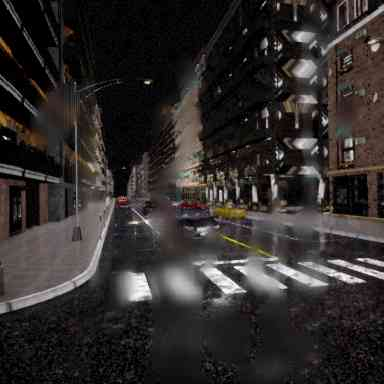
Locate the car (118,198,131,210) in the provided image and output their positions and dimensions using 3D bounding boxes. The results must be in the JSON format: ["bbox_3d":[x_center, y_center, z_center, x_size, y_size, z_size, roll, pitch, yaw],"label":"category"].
[{"bbox_3d":[-9.898,1.929,49.007,1.802,1.307,4.206,-1,0,-13],"label":"car"}]

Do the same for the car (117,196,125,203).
[{"bbox_3d":[-19.880,2.028,93.191,2.192,1.841,5.009,-1,0,-13],"label":"car"}]

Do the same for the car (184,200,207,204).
[{"bbox_3d":[0.774,1.703,39.789,1.887,1.381,4.507,-1,0,-13],"label":"car"}]

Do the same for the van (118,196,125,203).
[{"bbox_3d":[-18.632,2.001,87.671,1.690,1.788,3.998,-1,0,-13],"label":"van"}]

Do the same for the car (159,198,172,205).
[{"bbox_3d":[-5.461,1.929,67.404,2.008,1.369,4.403,-1,0,-13],"label":"car"}]

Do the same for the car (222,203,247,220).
[{"bbox_3d":[3.231,1.604,28.911,1.752,1.417,4.829,-1,0,-13],"label":"car"}]

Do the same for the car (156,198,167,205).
[{"bbox_3d":[-6.708,1.973,72.927,2.008,1.369,4.403,-1,0,-13],"label":"car"}]

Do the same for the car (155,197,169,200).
[{"bbox_3d":[-3.972,1.793,49.044,1.812,1.442,4.674,-1,0,-13],"label":"car"}]

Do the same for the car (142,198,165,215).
[{"bbox_3d":[-4.452,1.719,36.699,1.837,1.490,4.892,-1,0,-13],"label":"car"}]

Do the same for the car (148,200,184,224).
[{"bbox_3d":[-2.178,1.667,26.579,1.812,1.442,4.674,-1,0,-13],"label":"car"}]

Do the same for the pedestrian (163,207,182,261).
[{"bbox_3d":[-0.655,1.362,10.968,0.375,1.860,0.375,-1,0,-13],"label":"pedestrian"}]

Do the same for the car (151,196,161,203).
[{"bbox_3d":[-9.204,1.952,83.972,1.967,1.590,4.097,-1,0,-13],"label":"car"}]

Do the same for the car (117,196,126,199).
[{"bbox_3d":[-14.890,1.838,71.102,2.192,1.841,5.009,-1,0,-13],"label":"car"}]

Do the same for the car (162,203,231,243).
[{"bbox_3d":[0.023,1.569,16.822,2.128,1.511,4.902,-1,0,-13],"label":"car"}]

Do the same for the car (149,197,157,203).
[{"bbox_3d":[-10.450,2.141,89.495,1.802,1.307,4.206,-1,0,-13],"label":"car"}]

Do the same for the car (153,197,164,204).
[{"bbox_3d":[-7.956,2.010,78.450,1.887,1.381,4.507,-1,0,-13],"label":"car"}]
